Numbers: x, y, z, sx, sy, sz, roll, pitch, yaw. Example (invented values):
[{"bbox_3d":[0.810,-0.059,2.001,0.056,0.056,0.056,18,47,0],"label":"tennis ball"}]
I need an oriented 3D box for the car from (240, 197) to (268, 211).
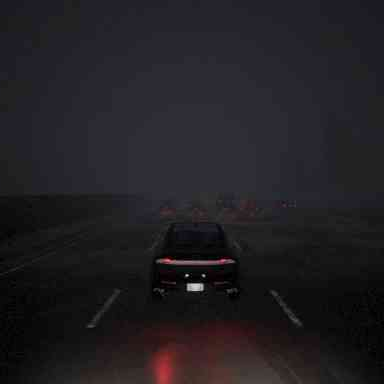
[{"bbox_3d":[7.491,1.601,40.599,1.895,1.301,4.718,0,0,1],"label":"car"}]

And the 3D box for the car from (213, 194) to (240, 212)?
[{"bbox_3d":[3.981,1.221,39.809,2.150,2.045,5.566,0,0,1],"label":"car"}]

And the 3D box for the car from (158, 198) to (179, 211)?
[{"bbox_3d":[-3.008,1.505,40.700,1.837,1.490,4.892,0,0,1],"label":"car"}]

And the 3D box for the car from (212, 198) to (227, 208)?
[{"bbox_3d":[4.101,1.601,49.395,1.895,1.301,4.718,0,0,1],"label":"car"}]

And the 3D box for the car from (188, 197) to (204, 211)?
[{"bbox_3d":[0.487,1.601,40.269,1.895,1.301,4.718,0,0,1],"label":"car"}]

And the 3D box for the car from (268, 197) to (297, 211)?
[{"bbox_3d":[10.980,1.547,39.692,2.033,1.411,5.357,0,0,1],"label":"car"}]

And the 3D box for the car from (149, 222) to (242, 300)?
[{"bbox_3d":[0.089,1.492,8.379,2.128,1.511,4.902,0,0,1],"label":"car"}]

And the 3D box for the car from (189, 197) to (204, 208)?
[{"bbox_3d":[0.601,1.492,49.409,2.128,1.511,4.902,0,0,1],"label":"car"}]
